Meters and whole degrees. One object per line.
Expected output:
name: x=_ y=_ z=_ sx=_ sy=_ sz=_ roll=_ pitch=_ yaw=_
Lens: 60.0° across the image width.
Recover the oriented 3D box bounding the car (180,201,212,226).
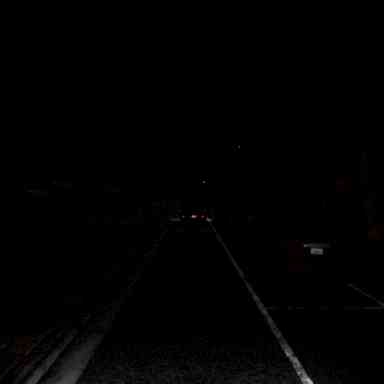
car: x=0.096 y=1.630 z=23.941 sx=2.033 sy=1.411 sz=5.357 roll=0 pitch=0 yaw=0

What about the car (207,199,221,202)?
car: x=2.672 y=1.652 z=31.725 sx=1.947 sy=1.339 sz=4.313 roll=2 pitch=0 yaw=0

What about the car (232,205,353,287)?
car: x=2.670 y=1.363 z=9.500 sx=2.192 sy=1.841 sz=5.009 roll=2 pitch=0 yaw=0

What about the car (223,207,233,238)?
car: x=2.666 y=1.612 z=15.057 sx=1.887 sy=1.381 sz=4.507 roll=2 pitch=0 yaw=0

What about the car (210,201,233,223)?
car: x=2.671 y=1.650 z=26.169 sx=1.947 sy=1.339 sz=4.313 roll=2 pitch=0 yaw=0

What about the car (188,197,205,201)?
car: x=0.089 y=1.633 z=37.140 sx=2.033 sy=1.411 sz=5.357 roll=0 pitch=0 yaw=0

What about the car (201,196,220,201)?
car: x=2.683 y=1.402 z=42.833 sx=2.192 sy=1.841 sz=5.009 roll=2 pitch=0 yaw=0

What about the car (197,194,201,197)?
car: x=2.687 y=1.588 z=76.155 sx=1.967 sy=1.590 sz=4.097 roll=2 pitch=0 yaw=0

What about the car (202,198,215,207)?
car: x=2.677 y=1.678 z=53.940 sx=1.802 sy=1.307 sz=4.206 roll=2 pitch=0 yaw=0
